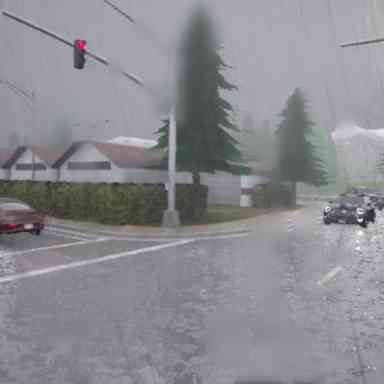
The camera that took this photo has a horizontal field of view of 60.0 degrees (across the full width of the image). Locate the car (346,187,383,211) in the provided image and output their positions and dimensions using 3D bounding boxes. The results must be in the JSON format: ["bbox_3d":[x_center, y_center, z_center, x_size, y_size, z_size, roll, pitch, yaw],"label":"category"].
[{"bbox_3d":[15.865,0.534,30.968,2.150,2.045,5.566,1,2,8],"label":"car"}]

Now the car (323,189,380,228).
[{"bbox_3d":[9.067,0.911,18.973,2.097,1.767,4.553,2,2,36],"label":"car"}]

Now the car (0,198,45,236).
[{"bbox_3d":[-7.602,0.954,13.081,4.674,1.442,1.812,2,2,36],"label":"car"}]
